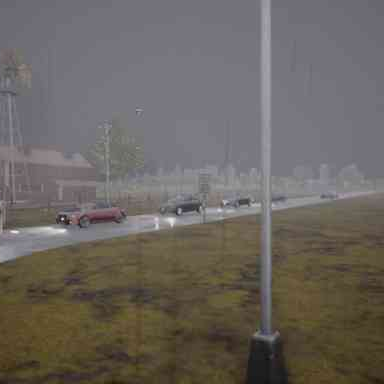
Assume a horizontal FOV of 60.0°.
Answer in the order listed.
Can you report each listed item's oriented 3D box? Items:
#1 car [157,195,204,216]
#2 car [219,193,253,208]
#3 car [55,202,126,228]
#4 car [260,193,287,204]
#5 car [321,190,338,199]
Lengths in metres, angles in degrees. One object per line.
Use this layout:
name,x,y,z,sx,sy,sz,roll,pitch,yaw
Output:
car,-0.807,1.047,27.226,1.837,1.490,4.892,1,2,36
car,4.695,0.842,34.833,2.128,1.511,4.902,1,2,36
car,-6.005,1.282,20.062,1.994,1.385,4.181,1,2,36
car,10.592,0.742,42.962,1.895,1.301,4.718,1,2,36
car,22.617,0.404,54.647,1.994,1.385,4.181,1,2,36
